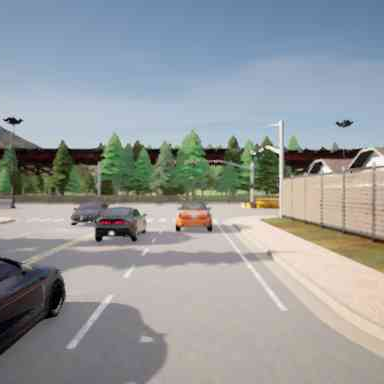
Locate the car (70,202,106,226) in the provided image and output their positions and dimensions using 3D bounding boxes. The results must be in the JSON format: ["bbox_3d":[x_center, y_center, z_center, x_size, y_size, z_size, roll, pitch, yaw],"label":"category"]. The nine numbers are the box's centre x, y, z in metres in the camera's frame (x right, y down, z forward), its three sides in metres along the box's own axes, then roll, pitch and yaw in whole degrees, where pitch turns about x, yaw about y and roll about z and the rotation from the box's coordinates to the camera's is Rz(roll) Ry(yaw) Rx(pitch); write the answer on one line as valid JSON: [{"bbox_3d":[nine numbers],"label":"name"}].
[{"bbox_3d":[-6.998,1.475,23.473,1.837,1.490,4.892,0,0,0],"label":"car"}]

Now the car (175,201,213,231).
[{"bbox_3d":[0.129,1.330,20.348,2.097,1.767,4.553,0,0,0],"label":"car"}]

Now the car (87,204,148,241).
[{"bbox_3d":[-3.398,1.487,16.471,1.837,1.490,4.892,0,0,0],"label":"car"}]

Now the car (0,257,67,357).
[{"bbox_3d":[-3.398,1.558,4.723,1.994,1.385,4.181,0,0,0],"label":"car"}]
